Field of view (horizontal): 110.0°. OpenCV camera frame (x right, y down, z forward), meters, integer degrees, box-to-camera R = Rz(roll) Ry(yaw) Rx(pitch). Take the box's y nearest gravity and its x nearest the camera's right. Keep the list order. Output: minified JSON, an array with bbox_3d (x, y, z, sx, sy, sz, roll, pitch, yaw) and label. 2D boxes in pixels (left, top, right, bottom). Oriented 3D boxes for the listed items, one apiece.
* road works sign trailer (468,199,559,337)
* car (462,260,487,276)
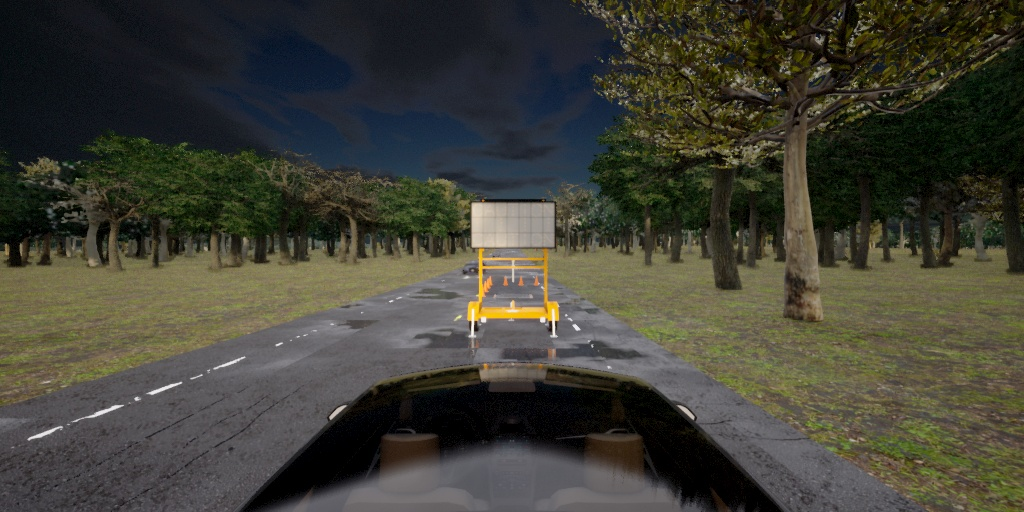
[{"bbox_3d":[0.034,0.198,10.187,2.380,3.560,2.880,0,0,0],"label":"road works sign trailer"},{"bbox_3d":[-3.484,1.079,33.833,1.994,1.385,4.181,0,1,0],"label":"car"}]
